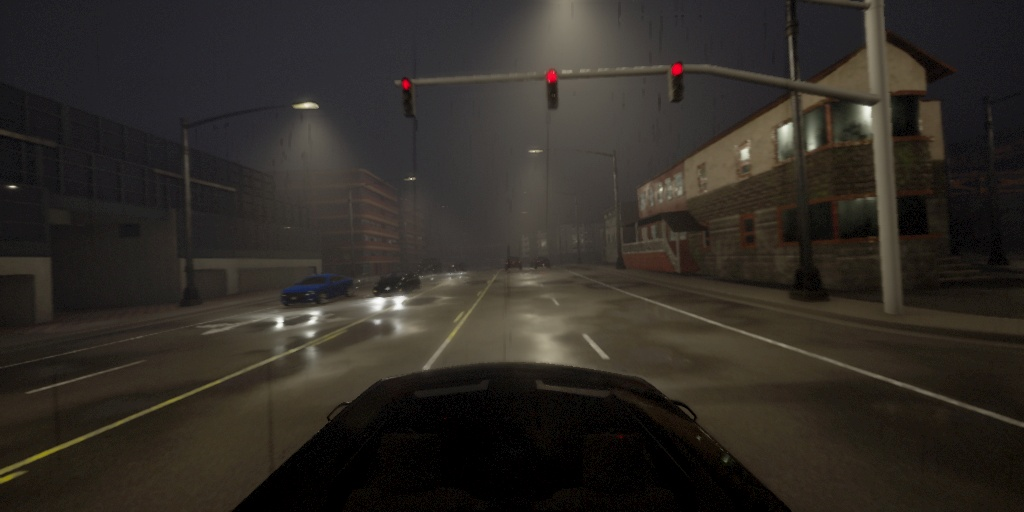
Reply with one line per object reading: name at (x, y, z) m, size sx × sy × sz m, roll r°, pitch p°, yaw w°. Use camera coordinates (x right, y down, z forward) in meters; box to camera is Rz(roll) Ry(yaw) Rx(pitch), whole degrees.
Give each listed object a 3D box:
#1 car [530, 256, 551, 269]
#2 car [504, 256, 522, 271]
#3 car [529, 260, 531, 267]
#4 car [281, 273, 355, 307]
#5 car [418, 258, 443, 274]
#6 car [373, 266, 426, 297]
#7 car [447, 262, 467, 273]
car at (3.669, 0.792, 44.182) m, size 1.837 × 1.490 × 4.892 m, roll -3°, pitch 0°, yaw 0°
car at (0.169, 0.827, 44.592) m, size 2.097 × 1.767 × 4.553 m, roll -3°, pitch 0°, yaw 0°
car at (3.742, 0.944, 55.015) m, size 1.837 × 1.490 × 4.892 m, roll -3°, pitch -1°, yaw 0°
car at (-10.536, 1.751, 19.811) m, size 1.882 × 1.535 × 5.008 m, roll -3°, pitch 1°, yaw 0°
car at (-10.343, 1.261, 45.662) m, size 2.150 × 2.045 × 5.566 m, roll -3°, pitch -1°, yaw 1°
car at (-7.022, 1.620, 22.217) m, size 1.994 × 1.385 × 4.181 m, roll -3°, pitch 1°, yaw 0°
car at (-6.842, 1.412, 45.113) m, size 1.994 × 1.385 × 4.181 m, roll -3°, pitch -1°, yaw 1°
